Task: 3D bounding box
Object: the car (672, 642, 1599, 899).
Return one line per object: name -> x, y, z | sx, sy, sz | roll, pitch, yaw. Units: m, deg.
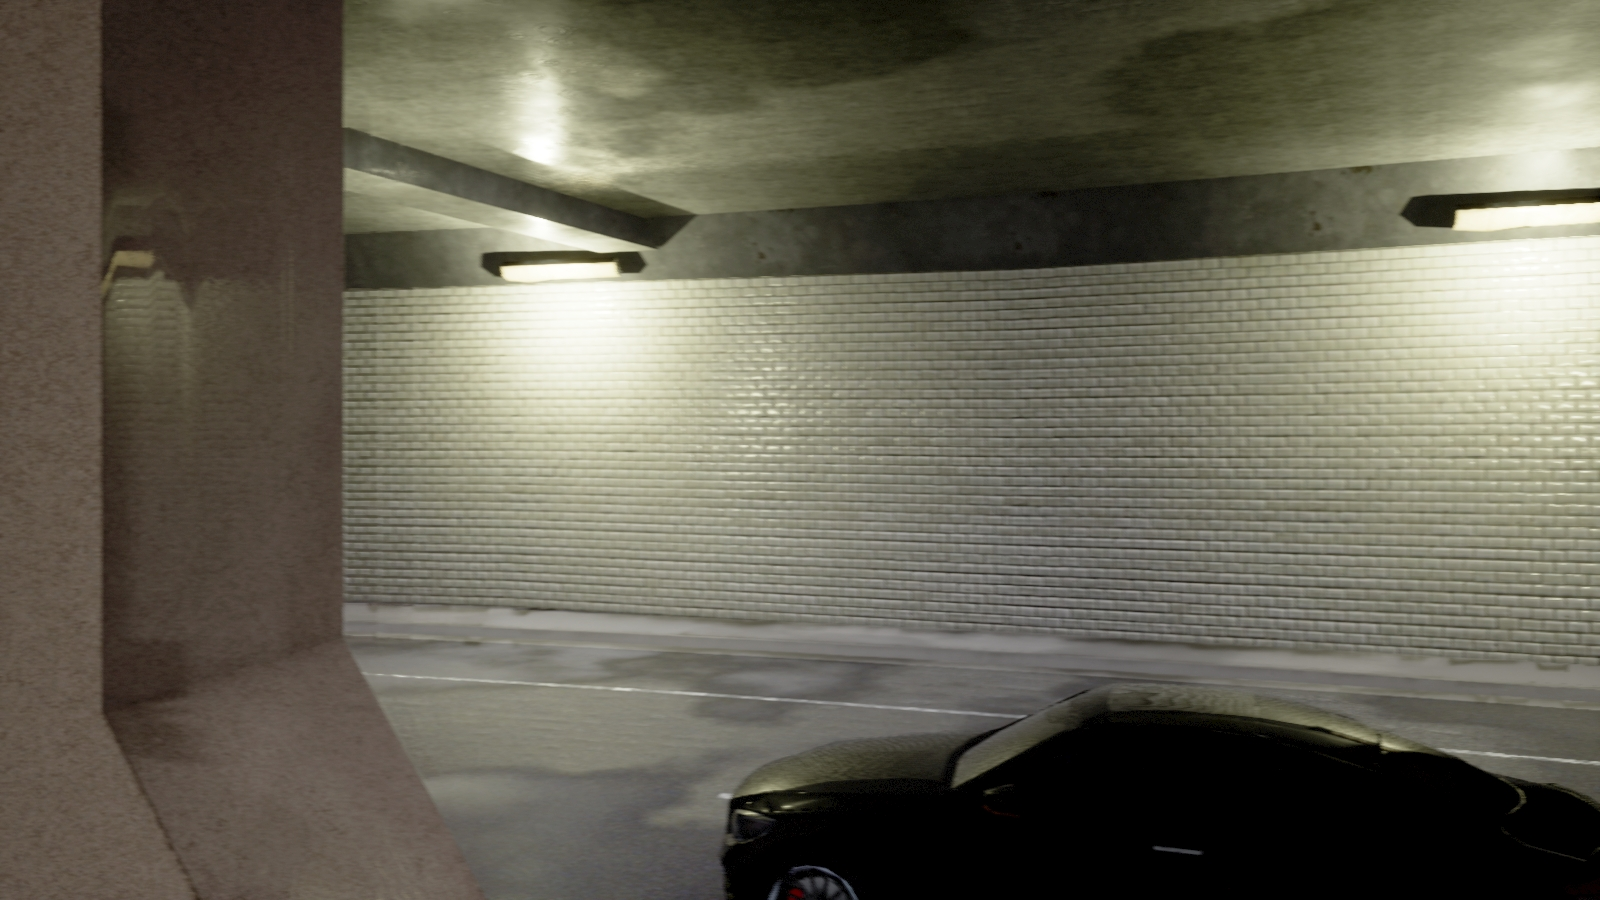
car -> 1.841, 2.077, 6.334 | 4.674, 1.442, 2.002 | 0, 0, 20
